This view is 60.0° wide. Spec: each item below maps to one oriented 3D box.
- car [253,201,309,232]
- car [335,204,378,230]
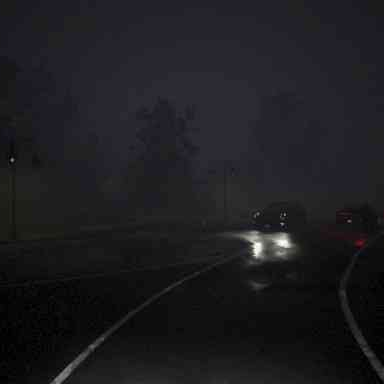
[{"bbox_3d":[5.545,1.350,20.502,2.097,1.767,4.553,0,0,36],"label":"car"},{"bbox_3d":[10.493,1.478,21.125,2.128,1.511,4.902,0,0,36],"label":"car"}]
